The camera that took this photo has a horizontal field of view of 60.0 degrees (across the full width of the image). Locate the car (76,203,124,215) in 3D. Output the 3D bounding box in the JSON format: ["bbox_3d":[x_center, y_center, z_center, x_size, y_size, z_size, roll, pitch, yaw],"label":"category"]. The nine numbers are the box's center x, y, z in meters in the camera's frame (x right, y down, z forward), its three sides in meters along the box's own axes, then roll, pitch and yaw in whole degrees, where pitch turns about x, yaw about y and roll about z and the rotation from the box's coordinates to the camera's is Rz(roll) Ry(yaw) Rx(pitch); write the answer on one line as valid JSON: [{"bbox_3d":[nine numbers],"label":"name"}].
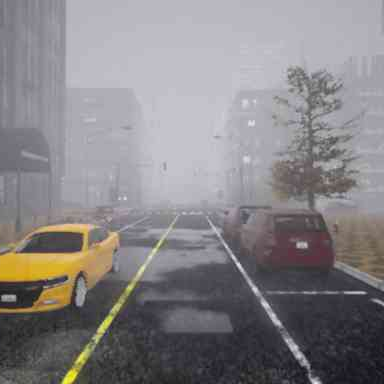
[{"bbox_3d":[-5.683,1.633,21.663,1.967,1.590,4.097,1,-1,0],"label":"car"}]

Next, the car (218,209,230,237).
[{"bbox_3d":[2.699,1.459,16.103,2.192,1.841,5.009,1,-1,0],"label":"car"}]

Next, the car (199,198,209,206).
[{"bbox_3d":[2.695,2.177,70.695,1.887,1.381,4.507,1,-1,0],"label":"car"}]

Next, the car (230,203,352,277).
[{"bbox_3d":[2.699,1.410,10.544,2.192,1.841,5.009,1,-1,0],"label":"car"}]

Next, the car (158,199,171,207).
[{"bbox_3d":[-5.685,2.106,65.016,1.752,1.417,4.829,1,-1,0],"label":"car"}]

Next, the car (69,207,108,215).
[{"bbox_3d":[-5.683,1.668,15.932,1.752,1.417,4.829,1,-1,0],"label":"car"}]

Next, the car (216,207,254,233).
[{"bbox_3d":[2.696,1.738,21.661,1.887,1.381,4.507,1,-1,0],"label":"car"}]

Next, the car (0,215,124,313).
[{"bbox_3d":[-3.103,1.551,8.147,1.882,1.535,5.008,0,-1,0],"label":"car"}]

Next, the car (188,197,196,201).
[{"bbox_3d":[-0.005,1.988,91.109,2.097,1.767,4.553,0,-1,0],"label":"car"}]

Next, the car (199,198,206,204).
[{"bbox_3d":[2.694,2.365,87.265,1.802,1.307,4.206,1,-1,0],"label":"car"}]

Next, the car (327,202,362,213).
[{"bbox_3d":[20.845,2.163,46.385,4.097,1.590,1.967,1,-2,0],"label":"car"}]

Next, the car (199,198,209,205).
[{"bbox_3d":[2.695,2.123,76.220,1.967,1.590,4.097,1,-1,0],"label":"car"}]

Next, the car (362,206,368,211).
[{"bbox_3d":[26.255,2.487,54.735,4.829,1.417,1.752,1,-2,0],"label":"car"}]

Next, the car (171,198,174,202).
[{"bbox_3d":[-5.687,2.227,76.232,1.887,1.381,4.507,1,-1,0],"label":"car"}]

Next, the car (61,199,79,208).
[{"bbox_3d":[-17.254,1.669,46.064,4.507,1.381,1.887,1,-2,0],"label":"car"}]
